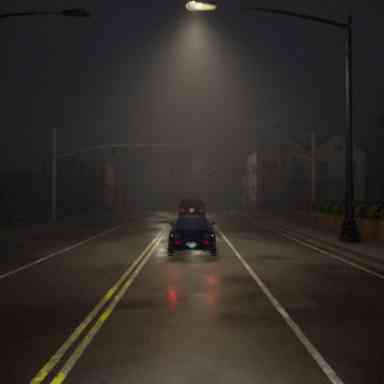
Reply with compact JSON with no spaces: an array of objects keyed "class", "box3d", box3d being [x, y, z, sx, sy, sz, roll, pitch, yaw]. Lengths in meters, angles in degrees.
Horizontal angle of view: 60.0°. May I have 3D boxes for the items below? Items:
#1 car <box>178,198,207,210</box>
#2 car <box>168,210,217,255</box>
[{"class":"car","box3d":[0.033,1.535,27.555,2.150,2.045,5.566,0,0,1]},{"class":"car","box3d":[0.021,1.682,13.873,1.812,1.442,4.674,0,0,0]}]
